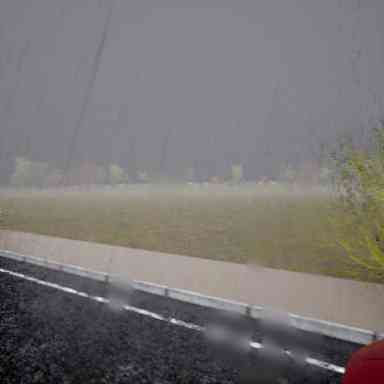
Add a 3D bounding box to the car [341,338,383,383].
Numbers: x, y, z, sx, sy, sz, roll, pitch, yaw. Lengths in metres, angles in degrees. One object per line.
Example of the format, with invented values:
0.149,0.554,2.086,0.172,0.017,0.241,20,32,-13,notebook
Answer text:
3.300,1.484,1.351,5.008,1.535,1.882,0,0,35,car
